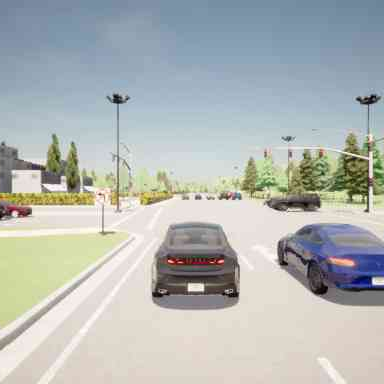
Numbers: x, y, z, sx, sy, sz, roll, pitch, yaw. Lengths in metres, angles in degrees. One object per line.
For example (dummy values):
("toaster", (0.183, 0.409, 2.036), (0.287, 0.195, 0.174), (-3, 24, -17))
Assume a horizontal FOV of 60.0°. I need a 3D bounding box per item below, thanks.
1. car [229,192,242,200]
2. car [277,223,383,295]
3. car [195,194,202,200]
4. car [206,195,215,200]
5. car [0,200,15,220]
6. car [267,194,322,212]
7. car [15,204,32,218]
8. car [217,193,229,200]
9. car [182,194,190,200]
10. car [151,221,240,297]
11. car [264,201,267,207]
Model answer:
("car", (12.239, 1.218, 90.923), (2.150, 2.045, 5.566), (0, 0, 0))
("car", (3.585, 1.526, 8.626), (1.812, 1.442, 4.674), (0, 0, 0))
("car", (1.742, 1.472, 91.764), (1.882, 1.535, 5.008), (0, 0, 0))
("car", (5.243, 1.590, 92.199), (1.895, 1.301, 4.718), (0, 0, 0))
("car", (-17.354, 1.221, 25.900), (5.566, 2.045, 2.150), (0, 0, -1))
("car", (11.845, 1.220, 37.969), (5.566, 2.045, 2.150), (0, 0, -1))
("car", (-16.779, 1.478, 29.408), (5.008, 1.535, 1.882), (0, 0, -1))
("car", (8.740, 1.218, 91.353), (2.150, 2.045, 5.566), (0, 0, 0))
("car", (-1.760, 1.518, 91.360), (2.128, 1.511, 4.902), (0, 0, 0))
("car", (0.080, 1.505, 8.538), (1.837, 1.490, 4.892), (0, 0, 0))
("car", (12.730, 1.507, 49.041), (1.837, 1.490, 4.892), (-5, 3, -33))
